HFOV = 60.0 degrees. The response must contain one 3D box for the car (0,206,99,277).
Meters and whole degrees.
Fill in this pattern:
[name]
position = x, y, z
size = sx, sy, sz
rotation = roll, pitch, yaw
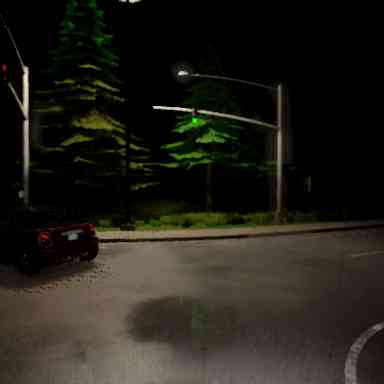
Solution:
[car]
position = -5.029, 1.194, 9.935
size = 4.553, 1.767, 2.097
rotation = 1, 2, 30
